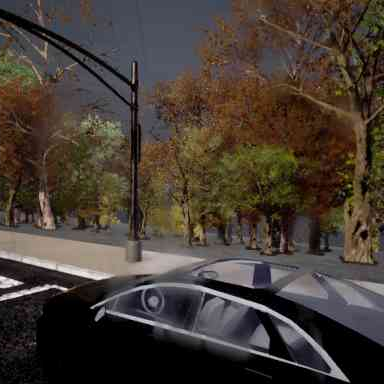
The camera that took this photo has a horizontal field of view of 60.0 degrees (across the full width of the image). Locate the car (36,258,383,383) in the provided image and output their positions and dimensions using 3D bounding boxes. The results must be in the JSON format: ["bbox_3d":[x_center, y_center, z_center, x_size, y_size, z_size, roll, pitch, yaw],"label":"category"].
[{"bbox_3d":[0.229,1.491,3.513,4.902,1.511,2.128,0,0,37],"label":"car"}]
